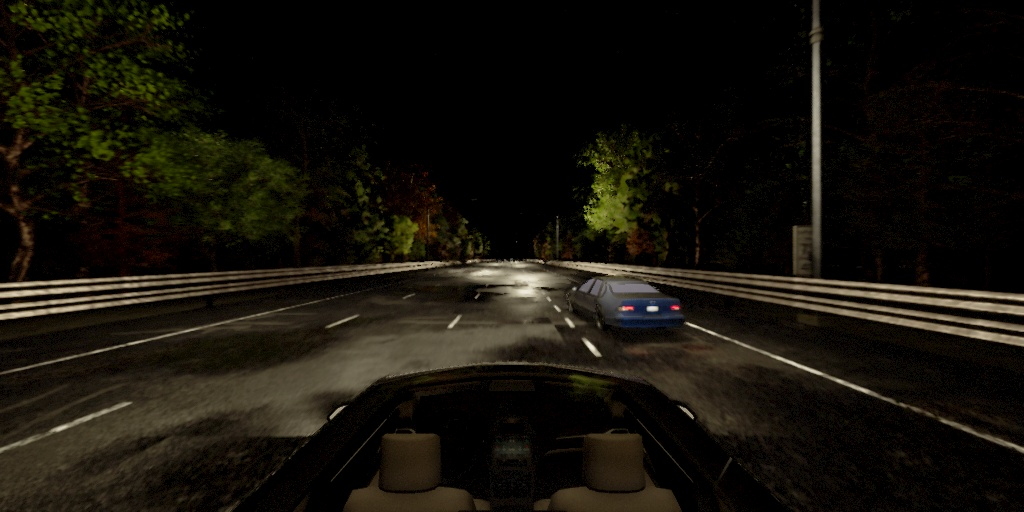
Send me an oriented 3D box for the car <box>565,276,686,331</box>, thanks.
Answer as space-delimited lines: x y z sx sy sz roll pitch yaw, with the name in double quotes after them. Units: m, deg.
3.127 1.324 11.118 2.033 1.411 5.357 0 0 -6 "car"
